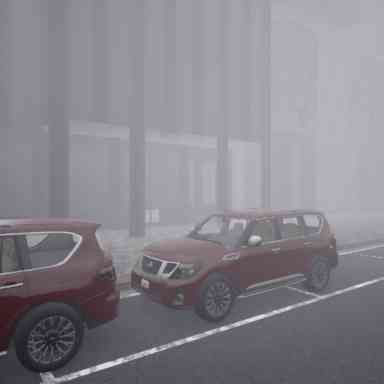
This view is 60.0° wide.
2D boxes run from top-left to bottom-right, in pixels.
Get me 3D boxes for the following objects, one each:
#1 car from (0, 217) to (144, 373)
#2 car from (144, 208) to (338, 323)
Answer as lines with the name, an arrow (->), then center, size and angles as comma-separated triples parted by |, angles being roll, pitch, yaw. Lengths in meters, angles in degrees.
car -> -3.382, 1.315, 4.118 | 5.009, 1.841, 2.192 | 0, 0, -35
car -> 1.210, 1.314, 7.393 | 5.009, 1.841, 2.192 | 0, 0, -35
